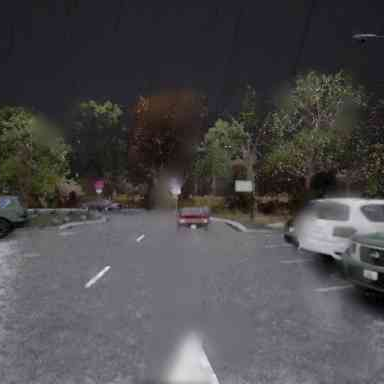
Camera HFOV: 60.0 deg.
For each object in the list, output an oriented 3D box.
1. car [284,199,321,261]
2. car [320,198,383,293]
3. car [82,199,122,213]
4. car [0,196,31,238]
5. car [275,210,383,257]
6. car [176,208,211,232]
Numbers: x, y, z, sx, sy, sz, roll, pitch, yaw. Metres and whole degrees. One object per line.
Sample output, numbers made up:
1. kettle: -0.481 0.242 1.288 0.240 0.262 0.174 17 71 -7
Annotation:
1. car: 5.978 1.230 10.229 5.566 2.045 2.435 1 0 -20
2. car: 5.935 1.232 7.169 5.566 2.045 2.435 1 0 -20
3. car: -10.171 1.502 37.344 4.902 1.511 2.128 0 0 27
4. car: -11.011 1.226 16.299 5.566 2.045 2.435 -1 0 -20
5. car: 5.976 1.509 13.253 4.792 1.488 2.163 1 0 -20
6. car: -0.017 1.589 20.228 1.895 1.301 4.718 0 0 -3
